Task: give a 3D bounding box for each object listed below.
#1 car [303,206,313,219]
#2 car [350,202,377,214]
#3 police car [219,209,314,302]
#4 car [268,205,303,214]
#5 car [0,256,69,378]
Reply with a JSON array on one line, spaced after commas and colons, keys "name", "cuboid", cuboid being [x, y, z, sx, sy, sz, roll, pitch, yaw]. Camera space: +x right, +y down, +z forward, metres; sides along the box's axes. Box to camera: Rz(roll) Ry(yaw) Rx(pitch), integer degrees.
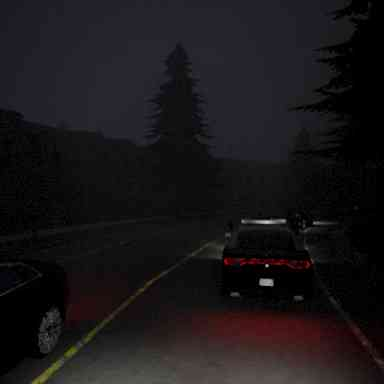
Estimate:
[{"name": "car", "cuboid": [6.993, 1.638, 22.664, 1.837, 1.490, 4.892, 0, 0, 29]}, {"name": "car", "cuboid": [20.159, 1.790, 38.451, 4.181, 1.385, 1.994, 0, 0, -34]}, {"name": "police car", "cuboid": [1.854, 1.476, 8.668, 1.930, 1.638, 5.238, 0, 0, 11]}, {"name": "car", "cuboid": [4.520, 1.580, 17.580, 1.882, 1.535, 5.008, 0, 0, 22]}, {"name": "car", "cuboid": [-2.987, 1.510, 3.311, 2.128, 1.511, 4.902, 0, 0, 5]}]
